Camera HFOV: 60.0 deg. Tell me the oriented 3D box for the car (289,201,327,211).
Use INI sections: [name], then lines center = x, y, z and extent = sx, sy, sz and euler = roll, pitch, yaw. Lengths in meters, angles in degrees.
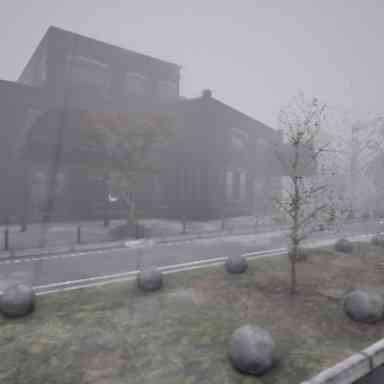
[car]
center = 17.147, 2.081, 49.061
extent = 5.357, 1.411, 2.033
euler = 1, -1, 35
